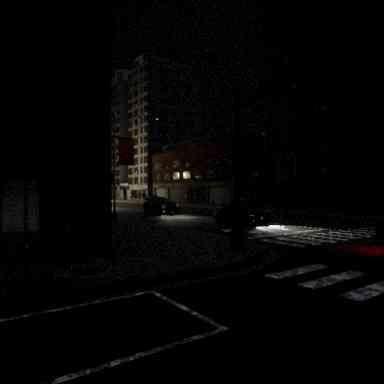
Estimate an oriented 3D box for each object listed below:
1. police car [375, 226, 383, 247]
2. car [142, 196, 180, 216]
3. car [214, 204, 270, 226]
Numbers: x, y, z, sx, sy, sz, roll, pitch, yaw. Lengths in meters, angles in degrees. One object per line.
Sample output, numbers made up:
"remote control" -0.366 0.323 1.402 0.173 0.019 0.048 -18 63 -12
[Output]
"police car" 8.701 1.507 10.505 2.038 1.542 4.974 0 0 -35
"car" -3.071 1.309 32.491 2.097 1.767 4.553 0 0 -35
"car" 3.413 1.537 23.374 1.994 1.385 4.181 0 0 -35
